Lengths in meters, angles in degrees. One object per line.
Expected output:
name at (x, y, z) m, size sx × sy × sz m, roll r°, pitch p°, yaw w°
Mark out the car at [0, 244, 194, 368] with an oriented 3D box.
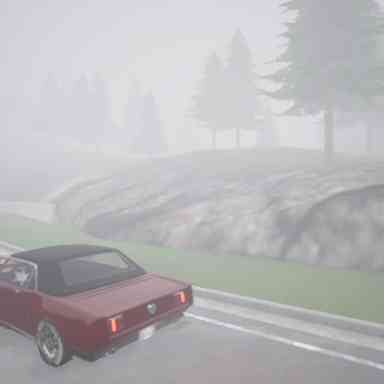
car at (-2.376, 1.594, 5.769) m, size 4.718 × 1.301 × 1.895 m, roll 0°, pitch 0°, yaw 37°
